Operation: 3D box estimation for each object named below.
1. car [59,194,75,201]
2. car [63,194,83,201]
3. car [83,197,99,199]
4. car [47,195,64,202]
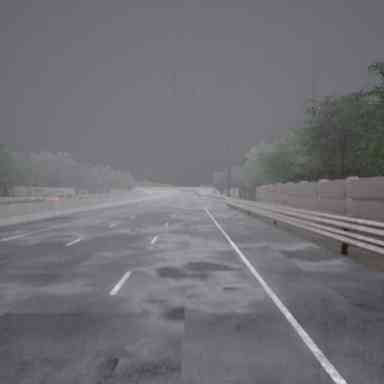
[{"bbox_3d":[-27.369,1.122,72.987,1.837,1.490,4.892,0,0,-3],"label":"car"},{"bbox_3d":[-21.027,1.439,60.587,2.128,1.511,4.902,0,0,1],"label":"car"},{"bbox_3d":[-17.526,1.503,59.742,1.994,1.385,4.181,0,0,1],"label":"car"},{"bbox_3d":[-24.520,1.294,60.608,2.097,1.767,4.553,0,0,0],"label":"car"}]
